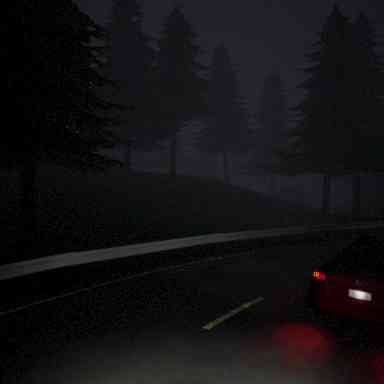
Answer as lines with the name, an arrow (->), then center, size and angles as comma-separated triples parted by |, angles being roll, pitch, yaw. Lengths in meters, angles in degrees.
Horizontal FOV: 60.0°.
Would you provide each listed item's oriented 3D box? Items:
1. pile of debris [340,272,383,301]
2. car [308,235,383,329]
pile of debris -> 4.580, 2.185, 7.627 | 1.860, 0.140, 1.500 | 0, 0, -39
car -> 4.008, 1.568, 6.621 | 1.994, 1.385, 4.181 | 1, 1, 44
